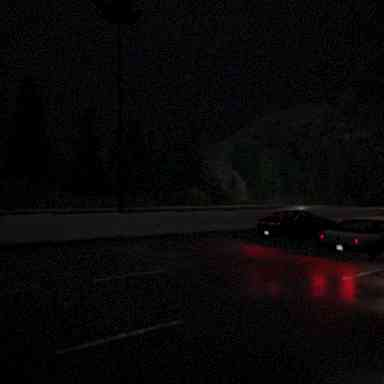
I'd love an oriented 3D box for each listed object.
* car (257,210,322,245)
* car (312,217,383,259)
[{"bbox_3d":[5.310,1.632,16.243,4.902,1.511,2.128,1,0,-35],"label":"car"},{"bbox_3d":[7.124,1.737,13.241,4.718,1.301,1.895,1,0,-35],"label":"car"}]
